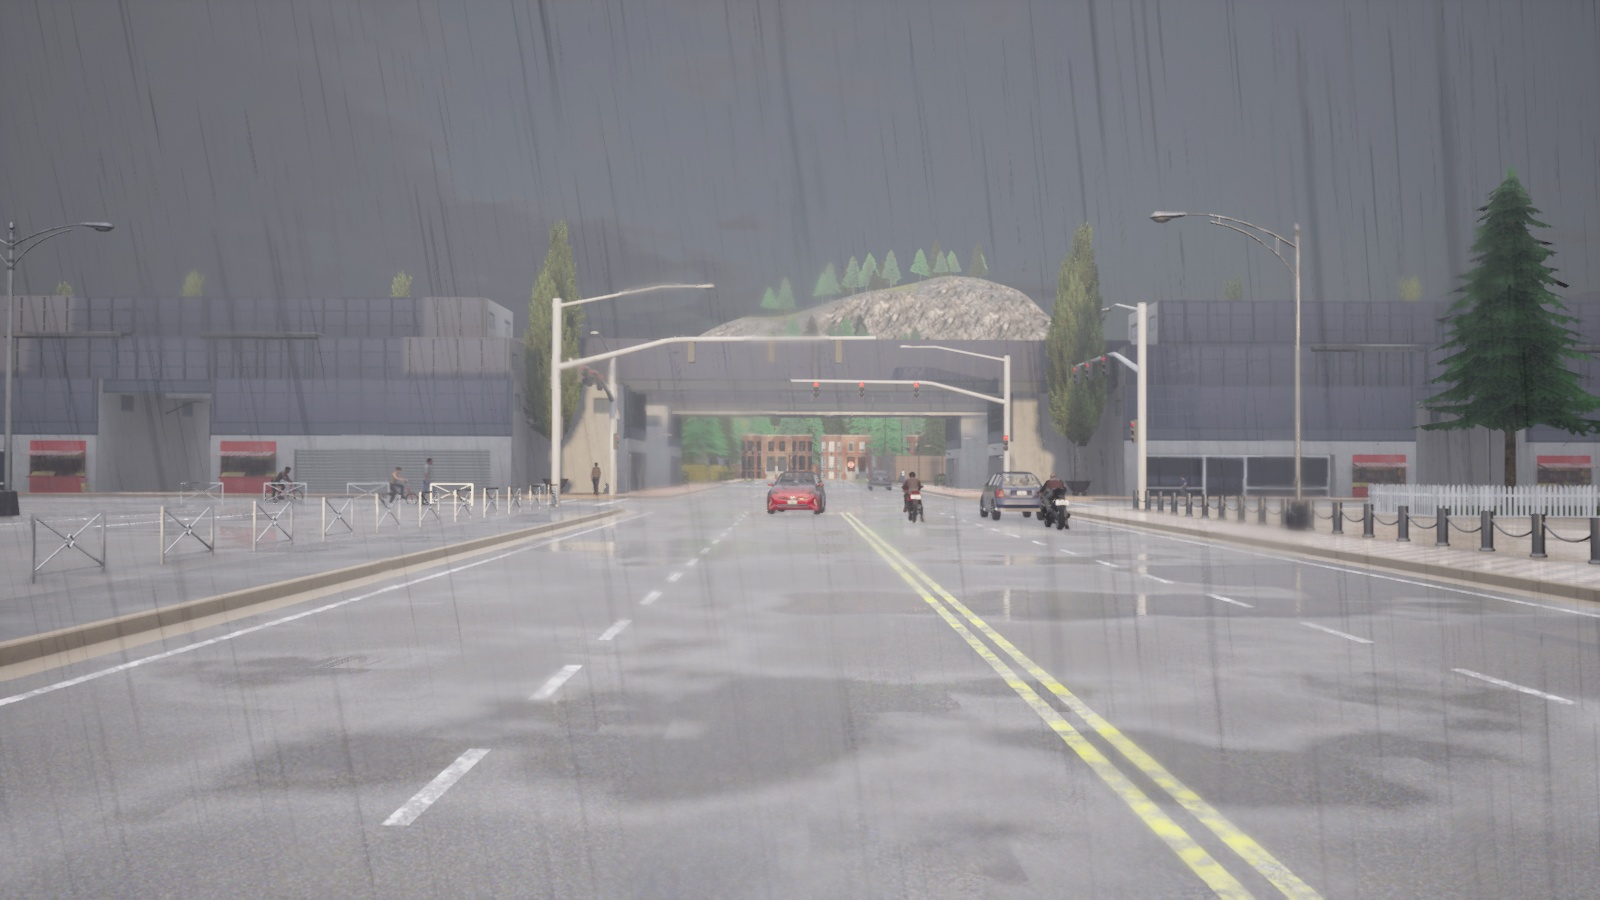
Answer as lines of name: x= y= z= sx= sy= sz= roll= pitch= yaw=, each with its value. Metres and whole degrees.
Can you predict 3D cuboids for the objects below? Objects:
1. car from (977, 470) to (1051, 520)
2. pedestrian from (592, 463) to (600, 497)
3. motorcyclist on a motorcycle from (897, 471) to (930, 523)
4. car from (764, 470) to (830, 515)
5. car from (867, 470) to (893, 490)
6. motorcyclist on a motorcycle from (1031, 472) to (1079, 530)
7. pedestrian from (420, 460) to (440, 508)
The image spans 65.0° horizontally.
car: x=6.900 y=1.414 z=40.826 sx=1.789 sy=1.549 sz=3.705 roll=0 pitch=-1 yaw=0
pedestrian: x=-10.950 y=1.589 z=67.436 sx=0.328 sy=1.805 sz=0.869 roll=0 pitch=-1 yaw=-16
motorcyclist on a motorcycle: x=3.397 y=1.383 z=37.767 sx=0.797 sy=1.523 sz=2.044 roll=0 pitch=-1 yaw=0
car: x=-0.068 y=1.478 z=45.074 sx=2.007 sy=1.525 sz=4.514 roll=0 pitch=-1 yaw=4
car: x=6.252 y=2.331 z=98.293 sx=1.789 sy=1.549 sz=3.705 roll=0 pitch=-1 yaw=0
motorcyclist on a motorcycle: x=6.917 y=1.364 z=34.159 sx=0.866 sy=1.530 sz=2.191 roll=0 pitch=-1 yaw=0
pedestrian: x=-14.246 y=1.297 z=48.301 sx=0.706 sy=1.836 sz=0.354 roll=0 pitch=-1 yaw=-20
